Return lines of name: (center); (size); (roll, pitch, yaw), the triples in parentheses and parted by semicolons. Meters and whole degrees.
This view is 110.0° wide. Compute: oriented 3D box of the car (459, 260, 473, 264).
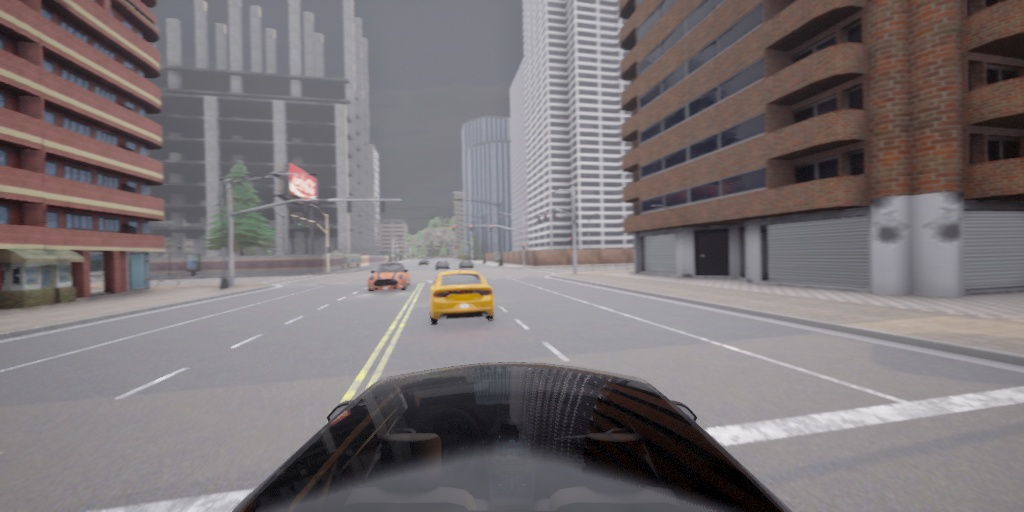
car: (-6.942, 1.231, 54.249); (1.994, 1.385, 4.181); (-1, 0, -12)

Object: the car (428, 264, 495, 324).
car: (-1.814, 1.223, 12.281); (1.882, 1.535, 5.008); (-1, 0, -12)

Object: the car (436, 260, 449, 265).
car: (-10.309, 1.311, 53.249); (1.994, 1.385, 4.181); (-1, 0, -12)

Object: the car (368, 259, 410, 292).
car: (-7.633, 1.247, 22.554); (2.097, 1.767, 4.553); (-1, 0, -12)
